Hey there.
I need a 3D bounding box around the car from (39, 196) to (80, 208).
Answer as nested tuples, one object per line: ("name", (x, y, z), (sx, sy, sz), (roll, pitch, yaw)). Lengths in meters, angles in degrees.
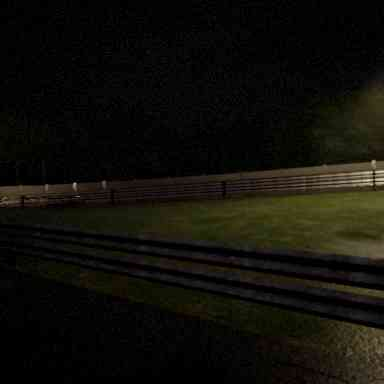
("car", (-15.366, 1.059, 38.456), (4.892, 1.490, 1.837), (-3, -2, 18))
